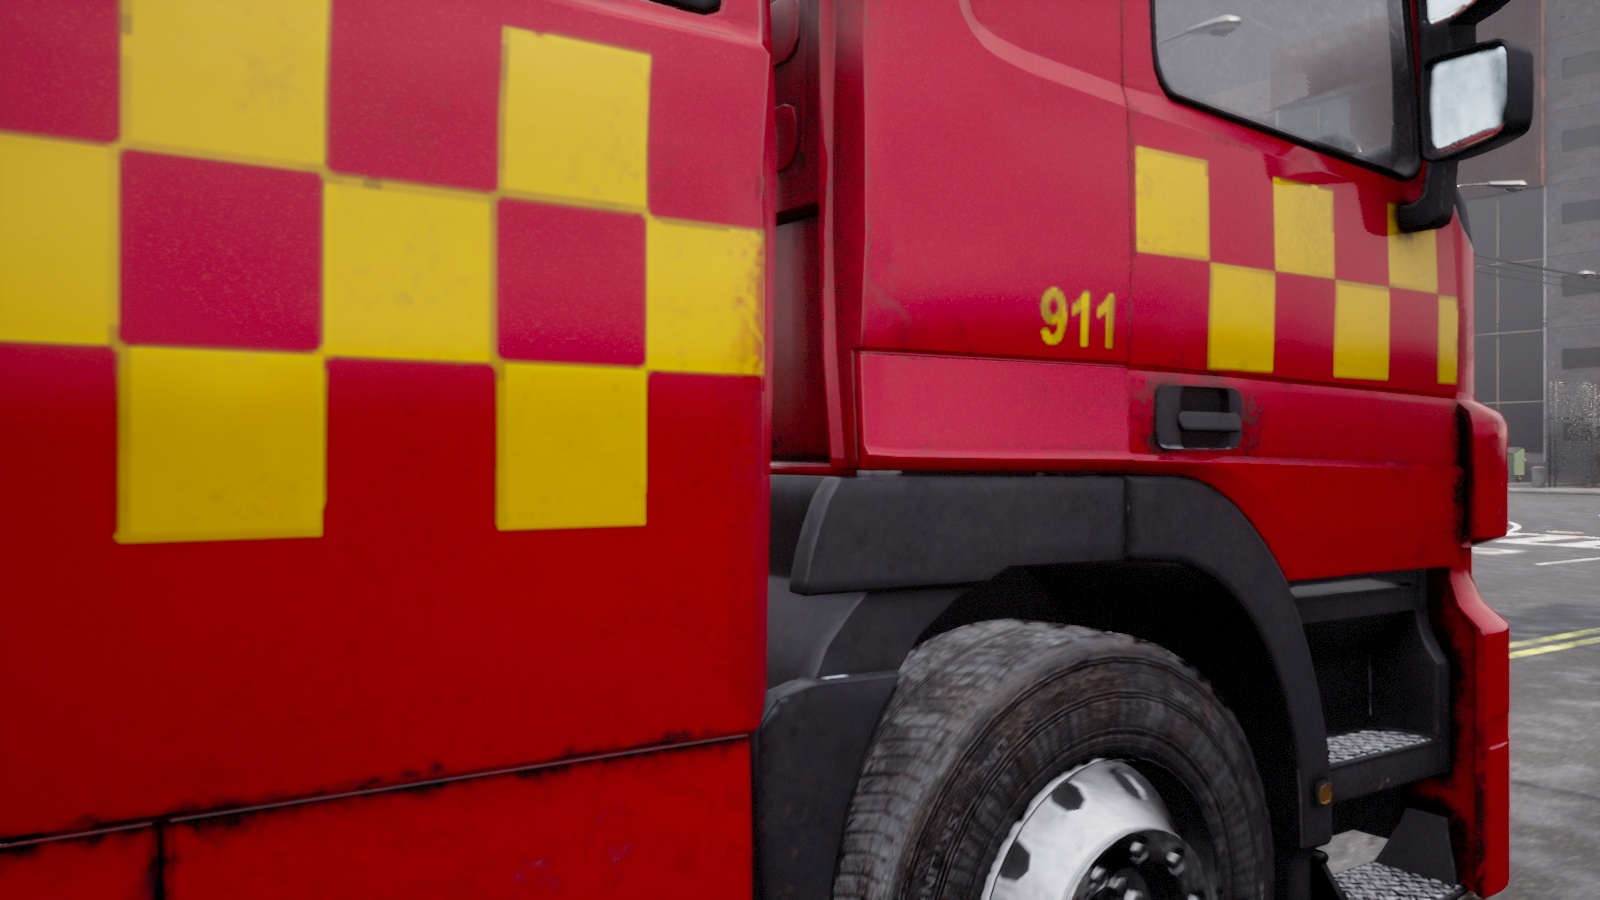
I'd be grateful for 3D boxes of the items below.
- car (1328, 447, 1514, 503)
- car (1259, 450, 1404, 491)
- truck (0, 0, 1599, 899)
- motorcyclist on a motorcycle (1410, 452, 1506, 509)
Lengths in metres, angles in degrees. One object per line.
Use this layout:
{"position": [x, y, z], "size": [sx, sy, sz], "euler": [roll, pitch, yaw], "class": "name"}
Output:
{"position": [19.315, 0.730, 39.271], "size": [2.033, 1.649, 4.856], "euler": [0, 0, -34], "class": "car"}
{"position": [20.843, 0.778, 49.445], "size": [2.128, 1.511, 4.902], "euler": [0, 0, -34], "class": "car"}
{"position": [-2.099, -0.410, 2.202], "size": [8.468, 3.827, 2.891], "euler": [0, 0, -35], "class": "truck"}
{"position": [18.176, 0.827, 34.731], "size": [0.866, 1.530, 2.191], "euler": [0, 0, -34], "class": "motorcyclist on a motorcycle"}
